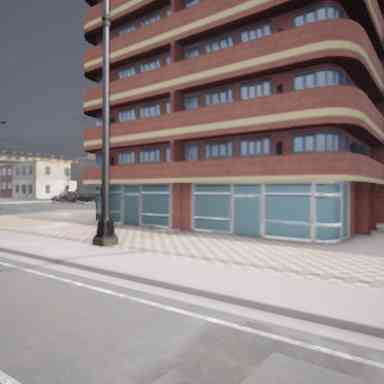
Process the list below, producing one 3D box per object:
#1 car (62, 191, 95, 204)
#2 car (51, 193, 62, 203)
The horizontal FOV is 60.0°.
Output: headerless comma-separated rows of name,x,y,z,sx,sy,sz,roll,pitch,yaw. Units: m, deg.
car,-16.487,0.900,50.042,1.837,1.490,4.892,0,1,37
car,-19.530,0.734,51.803,2.097,1.767,4.553,0,1,37
